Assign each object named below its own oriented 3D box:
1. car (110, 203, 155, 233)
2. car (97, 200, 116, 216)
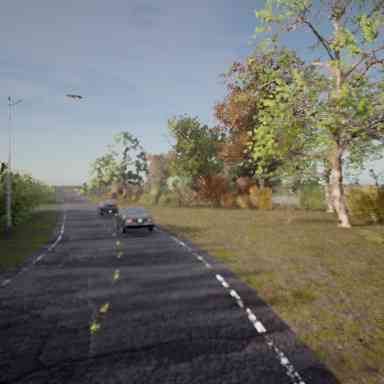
[{"bbox_3d":[-3.666,1.643,20.742,2.033,1.411,5.357,0,0,-19],"label":"car"},{"bbox_3d":[-8.913,1.662,35.248,1.837,1.490,4.892,0,0,-20],"label":"car"}]
